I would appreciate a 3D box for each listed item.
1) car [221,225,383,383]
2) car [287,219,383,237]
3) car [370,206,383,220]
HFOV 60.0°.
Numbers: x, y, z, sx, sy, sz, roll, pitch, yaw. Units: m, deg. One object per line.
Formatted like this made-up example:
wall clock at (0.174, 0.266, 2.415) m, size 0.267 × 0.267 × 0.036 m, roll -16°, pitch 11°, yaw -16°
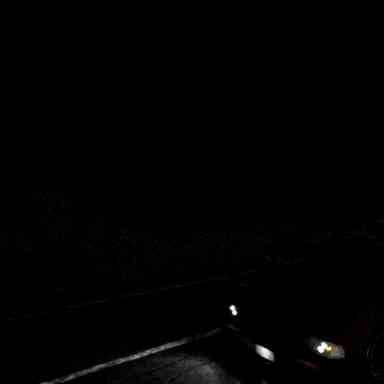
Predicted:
car at (3.042, 1.547, 5.551) m, size 5.357 × 1.411 × 2.033 m, roll 0°, pitch 0°, yaw -36°
car at (3.684, 1.581, 9.281) m, size 4.206 × 1.307 × 1.802 m, roll 0°, pitch 0°, yaw -36°
car at (8.125, 1.315, 12.452) m, size 5.009 × 1.841 × 2.192 m, roll 0°, pitch 0°, yaw -36°
